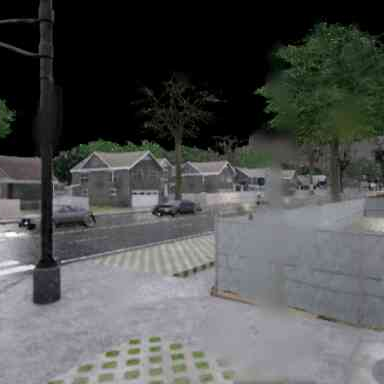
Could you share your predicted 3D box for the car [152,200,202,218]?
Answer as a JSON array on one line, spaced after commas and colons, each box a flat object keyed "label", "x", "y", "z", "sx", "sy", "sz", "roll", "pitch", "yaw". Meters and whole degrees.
[{"label": "car", "x": -1.149, "y": 1.374, "z": 28.808, "sx": 2.033, "sy": 1.411, "sz": 5.357, "roll": 0, "pitch": 0, "yaw": 34}]

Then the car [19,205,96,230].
[{"label": "car", "x": -7.648, "y": 1.454, "z": 19.211, "sx": 1.994, "sy": 1.385, "sz": 4.181, "roll": 0, "pitch": 0, "yaw": 34}]

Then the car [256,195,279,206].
[{"label": "car", "x": 10.447, "y": 1.096, "z": 45.799, "sx": 1.837, "sy": 1.490, "sz": 4.892, "roll": 0, "pitch": 0, "yaw": 35}]
